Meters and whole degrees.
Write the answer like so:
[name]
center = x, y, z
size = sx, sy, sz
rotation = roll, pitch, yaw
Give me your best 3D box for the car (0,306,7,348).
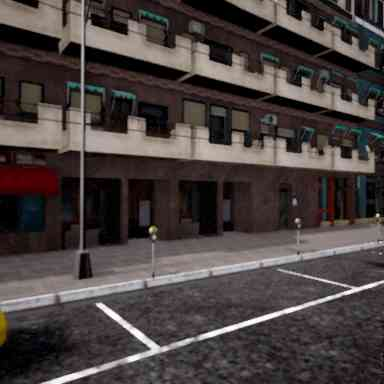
[car]
center = -4.611, 1.507, 3.275
size = 4.829, 1.417, 1.752
rotation = 1, -1, -35
